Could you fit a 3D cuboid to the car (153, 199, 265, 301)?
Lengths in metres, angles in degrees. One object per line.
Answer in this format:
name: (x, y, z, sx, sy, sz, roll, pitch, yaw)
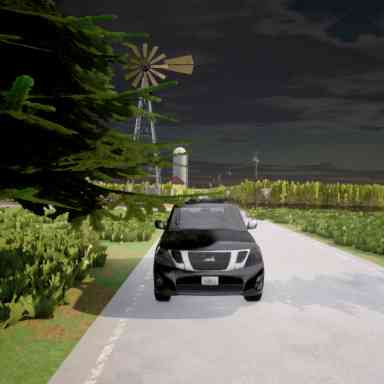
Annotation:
car: (0.334, 1.221, 8.660, 2.150, 2.045, 5.566, 0, 0, 0)
